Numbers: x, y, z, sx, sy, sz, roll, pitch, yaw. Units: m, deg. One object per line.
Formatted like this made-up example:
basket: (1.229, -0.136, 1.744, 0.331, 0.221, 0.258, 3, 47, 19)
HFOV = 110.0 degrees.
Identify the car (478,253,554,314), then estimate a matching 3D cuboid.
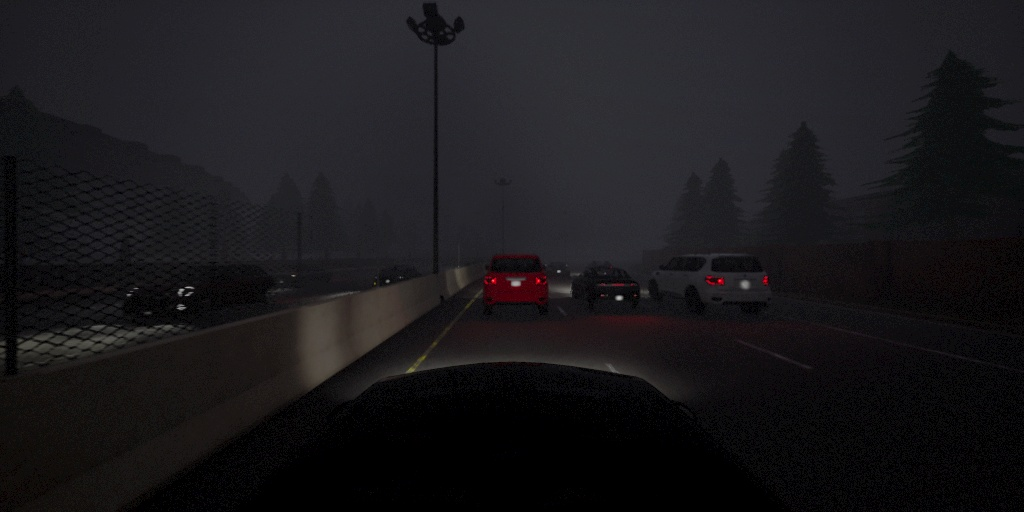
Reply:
car: (0.127, 0.923, 13.614, 2.150, 2.045, 5.566, 0, 0, 0)

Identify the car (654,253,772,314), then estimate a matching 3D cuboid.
car: (7.127, 0.926, 13.632, 2.150, 2.045, 5.566, 0, 0, 0)

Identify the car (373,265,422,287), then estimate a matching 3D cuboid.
car: (-6.997, 1.227, 22.224, 1.994, 1.385, 4.181, 0, 0, 1)

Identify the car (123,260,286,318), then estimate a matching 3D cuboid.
car: (-10.567, 1.053, 12.633, 2.097, 1.767, 4.553, 0, 0, 0)

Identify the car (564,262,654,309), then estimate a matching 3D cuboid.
car: (3.629, 1.191, 14.523, 2.128, 1.511, 4.902, 0, 0, 0)

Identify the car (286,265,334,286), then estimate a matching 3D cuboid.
car: (-13.996, 1.254, 24.009, 1.895, 1.301, 4.718, 0, 0, 1)

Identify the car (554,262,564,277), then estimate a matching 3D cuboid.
car: (3.863, 1.197, 30.786, 1.994, 1.385, 4.181, 0, 0, 3)

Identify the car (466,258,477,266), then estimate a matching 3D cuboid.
car: (-5.845, 1.121, 57.549, 1.895, 1.301, 4.718, 0, 0, 17)
